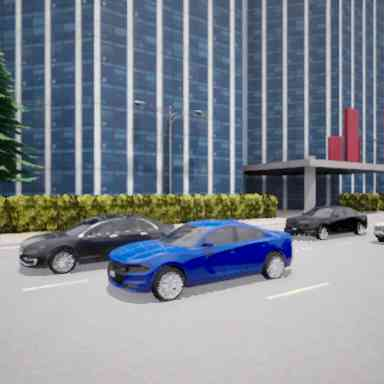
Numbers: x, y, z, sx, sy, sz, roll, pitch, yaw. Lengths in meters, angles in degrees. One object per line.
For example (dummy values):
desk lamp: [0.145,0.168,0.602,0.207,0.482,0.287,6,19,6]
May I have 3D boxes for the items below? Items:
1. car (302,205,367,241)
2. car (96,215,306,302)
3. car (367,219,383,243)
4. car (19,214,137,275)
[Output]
car: [6.850,1.457,16.831,5.008,1.535,1.882,0,0,-33]
car: [0.402,1.470,8.427,5.008,1.535,1.882,0,0,-33]
car: [10.096,1.579,14.770,4.718,1.301,1.895,0,0,-33]
car: [-2.741,1.500,10.553,4.892,1.490,1.837,1,0,-33]
